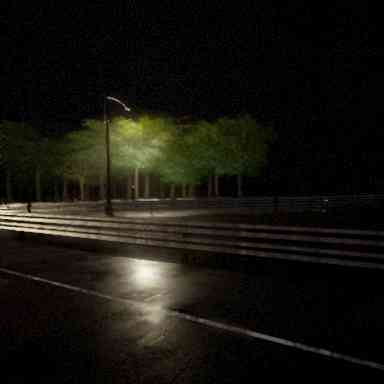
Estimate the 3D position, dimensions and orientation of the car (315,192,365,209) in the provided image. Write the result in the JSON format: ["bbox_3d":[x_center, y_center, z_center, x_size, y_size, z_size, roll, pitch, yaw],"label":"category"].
[{"bbox_3d":[14.781,0.812,33.439,4.553,1.767,2.097,-2,-1,-6],"label":"car"}]
